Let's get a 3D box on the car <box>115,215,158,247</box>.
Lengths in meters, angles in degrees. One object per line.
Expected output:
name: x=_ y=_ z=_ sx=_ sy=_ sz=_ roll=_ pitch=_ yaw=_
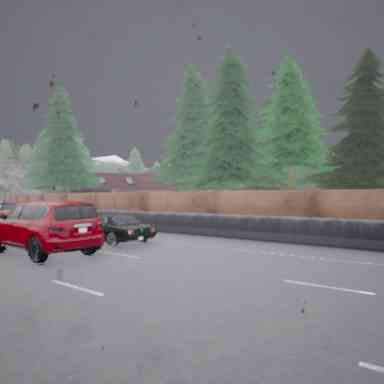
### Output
car: x=-3.881 y=1.728 z=15.734 sx=4.718 sy=1.301 sz=1.895 roll=-1 pitch=0 yaw=41

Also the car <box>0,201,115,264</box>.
car: x=-5.604 y=1.347 z=12.590 sx=5.566 sy=2.045 sz=2.150 roll=0 pitch=0 yaw=40
